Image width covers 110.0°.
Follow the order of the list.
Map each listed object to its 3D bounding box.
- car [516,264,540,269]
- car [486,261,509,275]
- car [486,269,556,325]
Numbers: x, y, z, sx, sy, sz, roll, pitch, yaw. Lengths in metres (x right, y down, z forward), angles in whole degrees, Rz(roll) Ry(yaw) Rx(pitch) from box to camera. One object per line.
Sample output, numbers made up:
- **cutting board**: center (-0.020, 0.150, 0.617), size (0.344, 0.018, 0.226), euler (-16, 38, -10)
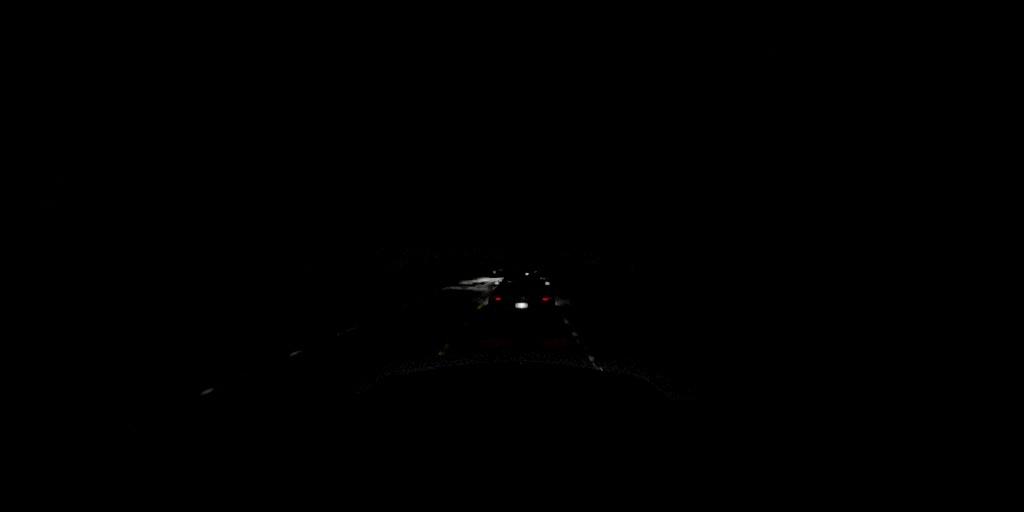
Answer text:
- **car**: center (1.248, 1.323, 28.779), size (1.994, 1.385, 4.181), euler (0, 0, 4)
- **car**: center (-1.378, 1.249, 35.392), size (2.128, 1.511, 4.902), euler (0, 0, 6)
- **car**: center (0.324, 1.313, 11.800), size (1.994, 1.385, 4.181), euler (1, 0, 2)
